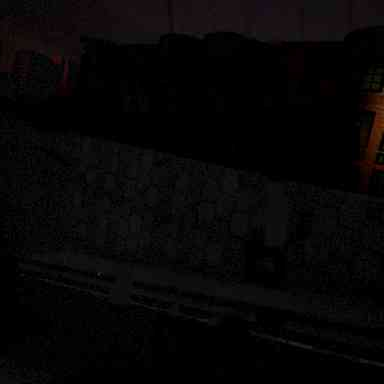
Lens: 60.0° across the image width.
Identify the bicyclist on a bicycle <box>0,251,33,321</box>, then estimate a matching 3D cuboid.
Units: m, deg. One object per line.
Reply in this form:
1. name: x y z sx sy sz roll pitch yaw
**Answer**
1. bicyclist on a bicycle: -3.456 1.464 5.522 0.582 1.620 1.656 0 1 38
